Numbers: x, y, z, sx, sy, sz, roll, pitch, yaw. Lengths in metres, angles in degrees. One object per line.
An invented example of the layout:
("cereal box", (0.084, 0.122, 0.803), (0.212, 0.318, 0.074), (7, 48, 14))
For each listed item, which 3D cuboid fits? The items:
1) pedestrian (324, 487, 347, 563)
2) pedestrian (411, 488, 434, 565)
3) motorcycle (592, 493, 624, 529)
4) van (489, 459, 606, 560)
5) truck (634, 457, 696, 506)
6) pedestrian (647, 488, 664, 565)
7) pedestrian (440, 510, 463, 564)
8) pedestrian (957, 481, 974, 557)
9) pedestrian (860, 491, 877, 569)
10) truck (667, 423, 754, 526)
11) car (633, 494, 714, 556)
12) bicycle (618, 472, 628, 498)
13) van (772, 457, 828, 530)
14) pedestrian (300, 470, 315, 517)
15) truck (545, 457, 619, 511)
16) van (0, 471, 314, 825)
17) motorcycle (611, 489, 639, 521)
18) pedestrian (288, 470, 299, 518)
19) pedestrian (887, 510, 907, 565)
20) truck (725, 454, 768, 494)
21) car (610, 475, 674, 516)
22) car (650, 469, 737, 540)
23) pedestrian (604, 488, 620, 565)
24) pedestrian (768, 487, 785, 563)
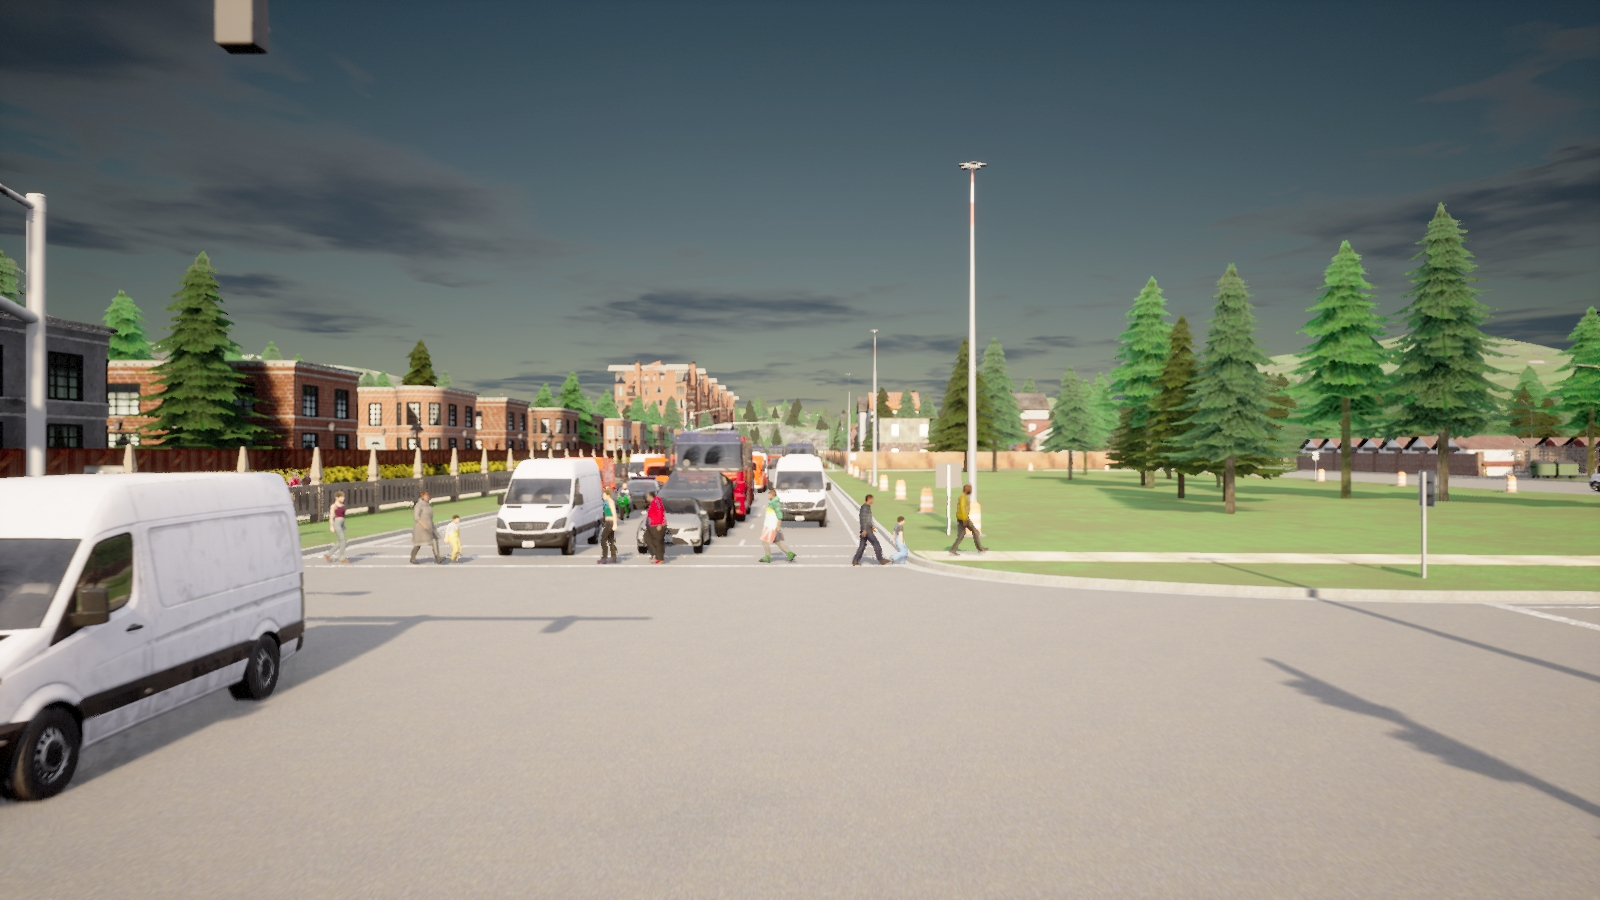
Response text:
("pedestrian", (-11.506, 1.858, 28.292), (0.375, 1.860, 0.375), (0, 0, 12))
("pedestrian", (-9.252, 1.858, 27.974), (0.375, 1.860, 0.375), (0, 0, 24))
("motorcycle", (-7.006, 2.200, 41.746), (0.803, 1.199, 2.033), (0, 0, 0))
("van", (-7.001, 1.546, 32.342), (1.988, 2.561, 5.915), (0, 0, 0))
("truck", (-7.007, 1.590, 59.742), (2.627, 2.467, 5.204), (0, 0, 0))
("pedestrian", (-3.529, 1.858, 27.903), (0.375, 1.860, 0.375), (0, 0, -11))
("pedestrian", (-8.558, 2.137, 28.078), (0.375, 1.300, 0.375), (0, 0, 28))
("pedestrian", (4.091, 1.706, 28.241), (0.375, 1.860, 0.375), (0, 0, -2))
("pedestrian", (1.655, 1.935, 27.724), (0.375, 1.860, 0.375), (0, 0, -1))
("truck", (-3.502, 0.906, 46.876), (2.891, 3.827, 8.468), (0, 0, 0))
("car", (-3.506, 2.077, 32.325), (1.816, 1.474, 4.193), (0, 0, 0))
("bicycle", (-10.503, 2.083, 67.743), (0.329, 1.471, 1.835), (0, 0, 0))
("van", (-0.002, 1.550, 43.489), (1.988, 2.561, 5.915), (0, 0, 0))
("pedestrian", (-19.392, 1.712, 45.005), (0.375, 1.860, 0.375), (0, 0, 28))
("truck", (-10.507, 1.587, 55.509), (2.627, 2.467, 5.204), (0, 0, 0))
("van", (-6.998, 1.539, 11.147), (1.988, 2.561, 5.915), (0, 0, 0))
("motorcycle", (-7.006, 2.202, 45.781), (0.803, 1.199, 2.033), (0, 0, 0))
("pedestrian", (-19.735, 1.711, 44.515), (0.375, 1.860, 0.375), (0, 0, -25))
("pedestrian", (2.378, 2.138, 27.885), (0.375, 1.300, 0.375), (0, 0, -16))
("truck", (-3.509, 1.580, 76.214), (2.627, 2.467, 5.204), (0, 1, 0))
("car", (-7.006, 2.000, 51.158), (2.097, 1.638, 5.238), (0, 0, 0))
("car", (-3.505, 1.767, 39.029), (2.390, 2.098, 6.274), (0, 0, 0))
("pedestrian", (-4.612, 1.858, 27.998), (0.375, 1.860, 0.375), (0, 0, -9))
("pedestrian", (-0.584, 1.858, 28.380), (0.375, 1.860, 0.375), (0, 0, -5))
